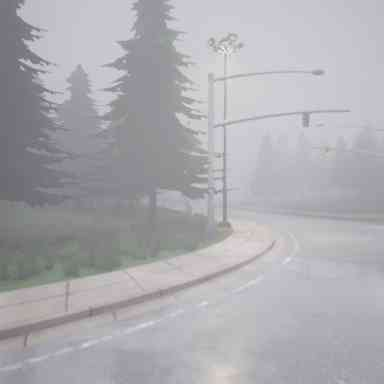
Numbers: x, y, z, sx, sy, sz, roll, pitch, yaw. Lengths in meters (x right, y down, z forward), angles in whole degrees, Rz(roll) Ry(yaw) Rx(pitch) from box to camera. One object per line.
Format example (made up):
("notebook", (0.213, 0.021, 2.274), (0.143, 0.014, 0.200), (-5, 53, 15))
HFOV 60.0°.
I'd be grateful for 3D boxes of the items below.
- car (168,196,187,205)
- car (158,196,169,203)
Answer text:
("car", (-2.383, 1.890, 65.105), (2.033, 1.411, 5.357), (0, 0, -20))
("car", (-6.063, 1.564, 74.922), (2.150, 2.045, 5.566), (0, 0, -20))
